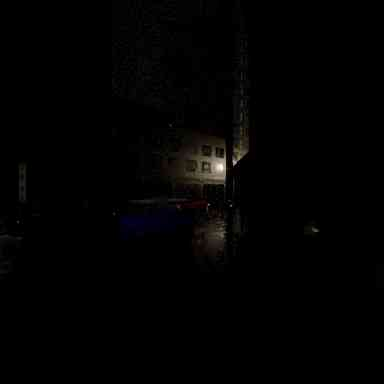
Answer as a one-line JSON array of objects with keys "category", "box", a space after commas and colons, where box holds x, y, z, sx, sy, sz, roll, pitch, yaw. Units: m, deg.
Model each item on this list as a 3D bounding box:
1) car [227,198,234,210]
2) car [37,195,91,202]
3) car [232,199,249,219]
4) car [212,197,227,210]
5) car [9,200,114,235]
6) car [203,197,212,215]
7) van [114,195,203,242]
[{"category": "car", "box": [5.322, 1.073, 35.040, 2.128, 1.511, 4.902, 0, 1, 36]}, {"category": "car", "box": [-8.360, 1.123, 20.420, 2.192, 1.841, 5.009, 1, 1, 35]}, {"category": "car", "box": [5.090, 1.280, 24.614, 2.008, 1.369, 4.403, 1, 1, 35]}, {"category": "car", "box": [1.401, 1.166, 34.130, 1.947, 1.339, 4.313, 1, 2, 35]}, {"category": "car", "box": [-6.646, 1.383, 18.253, 2.033, 1.411, 5.357, 0, 1, 36]}, {"category": "car", "box": [-0.671, 1.061, 26.641, 2.097, 1.767, 4.553, 0, 1, 35]}, {"category": "van", "box": [-1.417, 1.208, 15.475, 1.690, 1.788, 3.998, 1, 1, 35]}]
